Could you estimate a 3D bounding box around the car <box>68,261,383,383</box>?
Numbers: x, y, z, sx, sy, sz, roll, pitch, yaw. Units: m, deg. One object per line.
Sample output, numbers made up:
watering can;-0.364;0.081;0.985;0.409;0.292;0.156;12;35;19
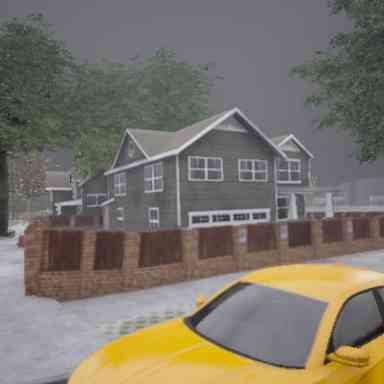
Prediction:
car;1.211;1.625;3.665;5.008;1.535;1.882;1;-3;-36
